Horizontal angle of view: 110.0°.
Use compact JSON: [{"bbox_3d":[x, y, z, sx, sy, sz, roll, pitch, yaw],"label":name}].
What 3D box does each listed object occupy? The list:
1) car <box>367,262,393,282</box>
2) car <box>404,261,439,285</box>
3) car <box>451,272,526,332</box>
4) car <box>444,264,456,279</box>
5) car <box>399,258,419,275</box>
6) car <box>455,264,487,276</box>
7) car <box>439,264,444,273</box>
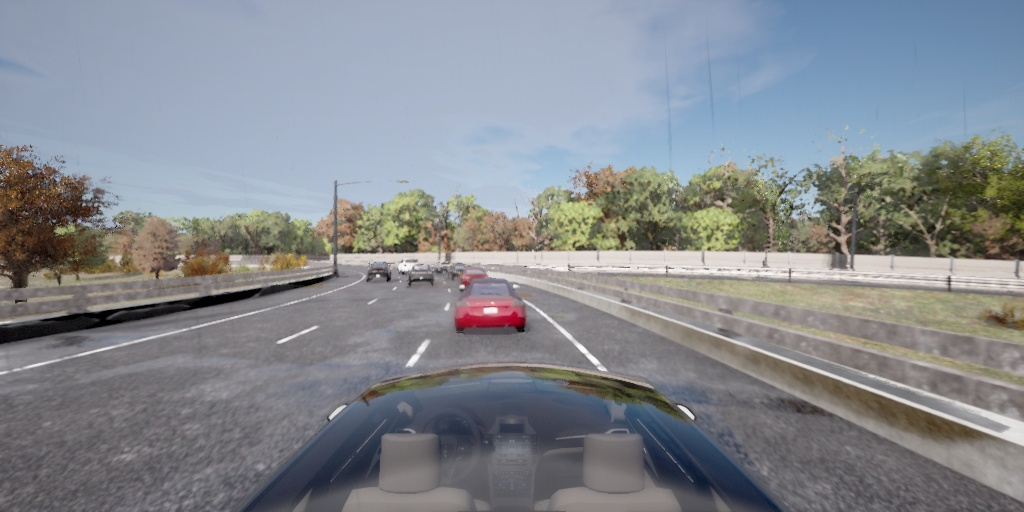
[{"bbox_3d":[-11.847,1.467,32.132,1.837,1.490,4.892,0,-2,-17],"label":"car"},{"bbox_3d":[-7.184,1.427,28.423,2.128,1.511,4.902,0,0,-14],"label":"car"},{"bbox_3d":[-0.704,1.376,11.172,1.994,1.385,4.181,0,0,-5],"label":"car"},{"bbox_3d":[-4.903,1.486,33.207,1.812,1.442,4.674,0,0,-16],"label":"car"},{"bbox_3d":[-12.848,1.272,44.874,2.150,2.045,5.566,0,0,-23],"label":"car"},{"bbox_3d":[-2.476,1.418,23.098,1.812,1.442,4.674,0,0,-11],"label":"car"},{"bbox_3d":[-8.734,1.638,43.949,1.895,1.301,4.718,0,0,-22],"label":"car"}]
